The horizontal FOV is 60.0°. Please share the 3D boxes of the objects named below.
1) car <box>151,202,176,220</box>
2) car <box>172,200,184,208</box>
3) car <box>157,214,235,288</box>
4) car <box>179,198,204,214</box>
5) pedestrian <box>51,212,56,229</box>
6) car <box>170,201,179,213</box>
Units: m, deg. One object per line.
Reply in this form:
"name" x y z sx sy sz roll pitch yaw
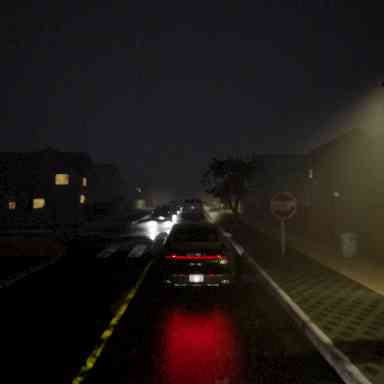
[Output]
"car" -2.854 1.989 32.690 1.895 1.301 4.718 0 -1 0
"car" -2.764 2.424 67.288 2.128 1.511 4.902 0 -1 0
"car" 0.099 1.612 9.544 1.837 1.490 4.892 0 0 0
"car" 0.084 1.648 35.687 2.150 2.045 5.566 0 -1 0
"pedestrian" -9.915 1.700 23.771 0.375 1.860 0.375 0 -2 5
"car" -2.852 2.111 41.857 1.895 1.301 4.718 0 -1 0
